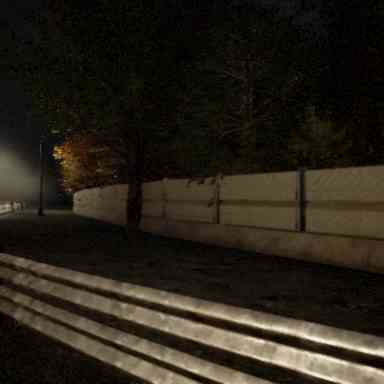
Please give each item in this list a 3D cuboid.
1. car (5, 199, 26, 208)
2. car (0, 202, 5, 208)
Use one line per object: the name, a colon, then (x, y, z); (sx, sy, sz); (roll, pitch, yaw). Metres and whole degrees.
car: (-32.244, 2.119, 61.017); (2.097, 1.767, 4.553); (1, -2, -21)
car: (-36.792, 2.513, 63.751); (1.895, 1.301, 4.718); (1, -2, -21)
